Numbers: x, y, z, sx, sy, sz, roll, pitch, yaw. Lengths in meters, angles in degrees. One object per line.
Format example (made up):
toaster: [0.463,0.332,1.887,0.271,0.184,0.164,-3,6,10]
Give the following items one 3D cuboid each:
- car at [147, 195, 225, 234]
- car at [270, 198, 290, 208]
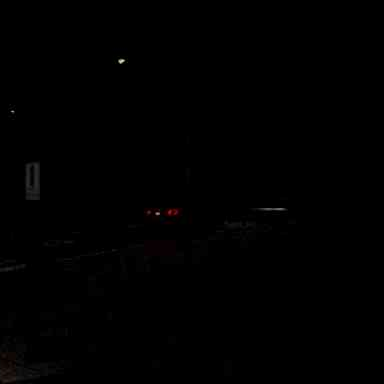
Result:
car: [-0.195,1.201,19.144,2.150,2.045,5.566,-1,0,35]
car: [13.083,1.614,49.095,1.812,1.442,4.674,-1,-1,35]
